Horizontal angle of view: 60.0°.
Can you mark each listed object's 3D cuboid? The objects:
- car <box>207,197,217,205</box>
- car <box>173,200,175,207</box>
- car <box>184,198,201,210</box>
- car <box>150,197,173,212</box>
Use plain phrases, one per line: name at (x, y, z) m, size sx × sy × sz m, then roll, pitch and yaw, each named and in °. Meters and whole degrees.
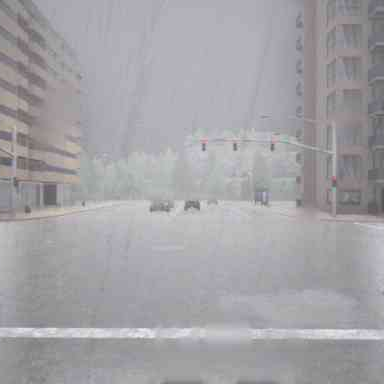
car at (3.720, 1.547, 60.779) m, size 2.033 × 1.411 × 5.357 m, roll 0°, pitch 0°, yaw 4°
car at (-3.606, 1.505, 48.061) m, size 1.837 × 1.490 × 4.892 m, roll 0°, pitch 0°, yaw 0°
car at (0.031, 1.504, 41.877) m, size 1.837 × 1.490 × 4.892 m, roll 0°, pitch 0°, yaw 1°
car at (-3.614, 1.352, 38.279) m, size 2.097 × 1.767 × 4.553 m, roll 0°, pitch 0°, yaw 0°
